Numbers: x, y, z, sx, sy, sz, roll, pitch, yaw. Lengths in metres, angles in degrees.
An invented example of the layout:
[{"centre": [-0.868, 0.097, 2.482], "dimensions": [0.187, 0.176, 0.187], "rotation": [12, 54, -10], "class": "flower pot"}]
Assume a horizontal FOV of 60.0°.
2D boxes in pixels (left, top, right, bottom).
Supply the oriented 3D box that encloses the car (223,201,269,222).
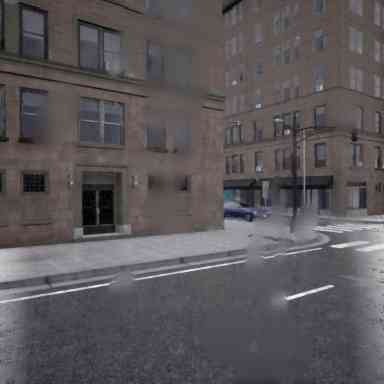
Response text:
[{"centre": [3.824, 1.457, 25.916], "dimensions": [1.812, 1.442, 4.674], "rotation": [-1, 1, -38], "class": "car"}]
